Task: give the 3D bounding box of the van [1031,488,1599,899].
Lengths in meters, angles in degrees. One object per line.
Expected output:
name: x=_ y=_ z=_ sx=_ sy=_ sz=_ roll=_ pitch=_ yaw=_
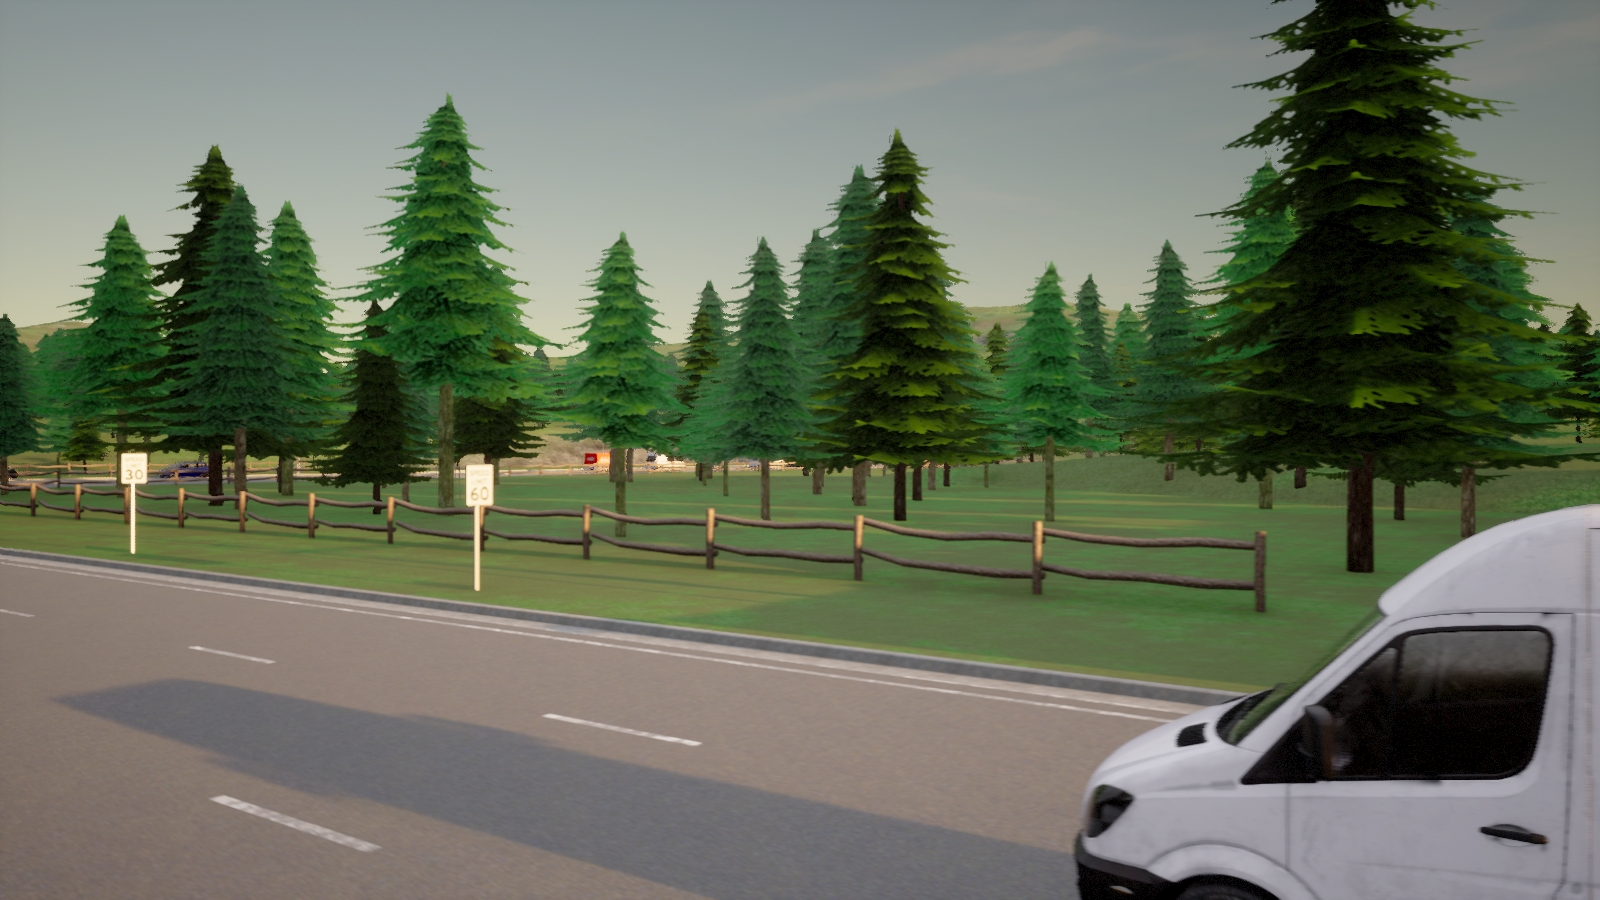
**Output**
van: x=4.207 y=1.534 z=5.117 sx=5.915 sy=2.561 sz=1.988 roll=0 pitch=0 yaw=35
